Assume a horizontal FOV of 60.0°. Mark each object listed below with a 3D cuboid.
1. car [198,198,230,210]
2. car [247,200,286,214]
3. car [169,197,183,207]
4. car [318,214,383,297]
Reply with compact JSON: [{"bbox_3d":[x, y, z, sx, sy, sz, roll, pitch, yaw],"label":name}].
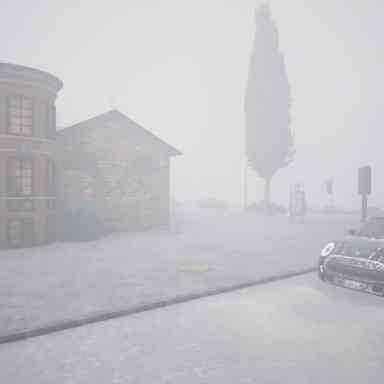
[{"bbox_3d":[2.748,1.491,42.447,2.128,1.511,4.902,0,0,-35],"label":"car"},{"bbox_3d":[7.832,1.564,35.327,1.994,1.385,4.181,0,0,-36],"label":"car"},{"bbox_3d":[-3.218,1.525,50.822,1.812,1.442,4.674,0,0,-35],"label":"car"},{"bbox_3d":[5.202,1.352,8.320,4.553,1.767,2.097,0,0,-36],"label":"car"}]
